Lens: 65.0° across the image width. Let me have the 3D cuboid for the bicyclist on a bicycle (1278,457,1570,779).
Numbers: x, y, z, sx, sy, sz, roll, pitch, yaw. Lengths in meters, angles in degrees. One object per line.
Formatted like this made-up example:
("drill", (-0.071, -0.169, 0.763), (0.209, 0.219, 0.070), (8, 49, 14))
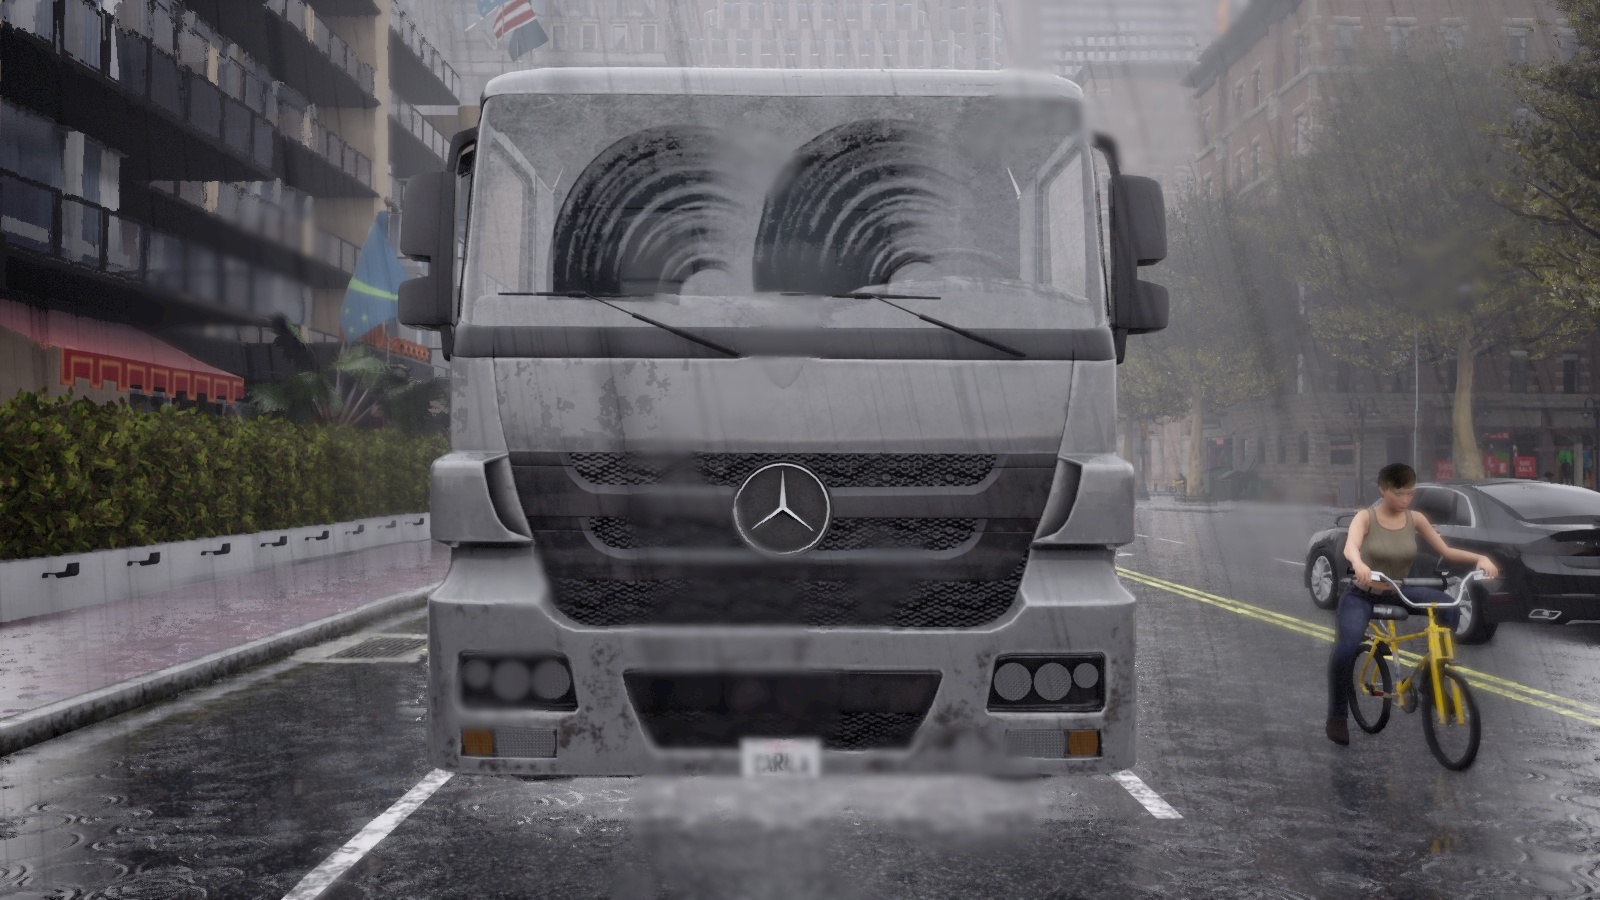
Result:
("bicyclist on a bicycle", (3.422, 0.856, 7.063), (0.866, 1.612, 1.509), (0, -1, 0))

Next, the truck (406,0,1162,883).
("truck", (-0.100, -0.020, 8.798), (2.891, 3.462, 7.936), (0, -1, -1))

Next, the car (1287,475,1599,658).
("car", (6.867, 1.007, 12.815), (1.837, 1.490, 4.892), (0, -1, -1))
